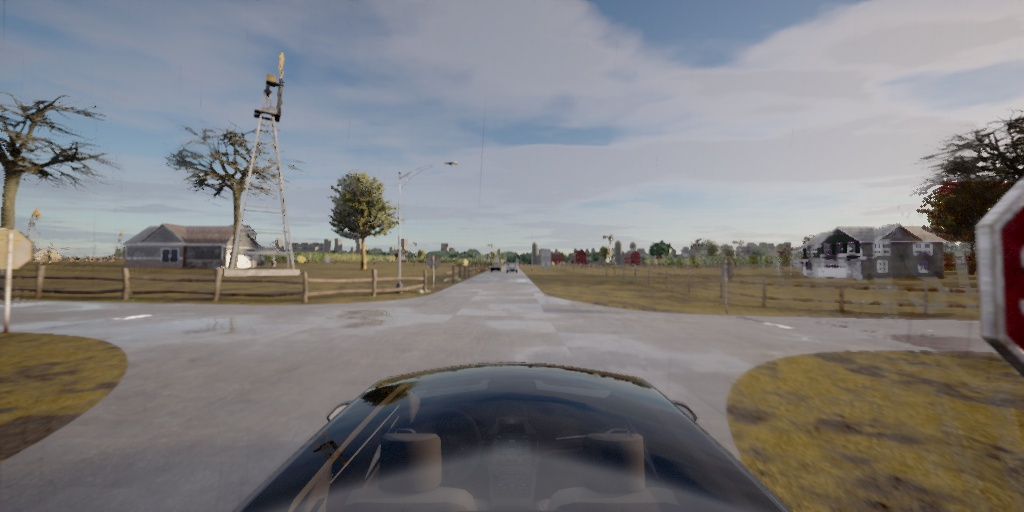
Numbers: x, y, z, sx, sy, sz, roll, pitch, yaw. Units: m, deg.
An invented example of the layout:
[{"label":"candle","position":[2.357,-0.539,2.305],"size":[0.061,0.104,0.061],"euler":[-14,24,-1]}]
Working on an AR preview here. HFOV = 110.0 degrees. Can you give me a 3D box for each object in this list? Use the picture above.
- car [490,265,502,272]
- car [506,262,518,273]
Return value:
[{"label":"car","position":[-2.731,2.130,61.977],"size":[1.895,1.301,4.718],"euler":[0,-1,0]},{"label":"car","position":[0.017,2.009,57.002],"size":[2.033,1.411,5.357],"euler":[0,-1,0]}]
